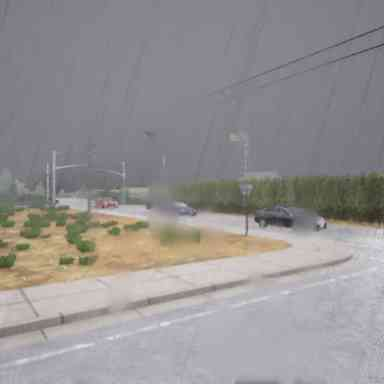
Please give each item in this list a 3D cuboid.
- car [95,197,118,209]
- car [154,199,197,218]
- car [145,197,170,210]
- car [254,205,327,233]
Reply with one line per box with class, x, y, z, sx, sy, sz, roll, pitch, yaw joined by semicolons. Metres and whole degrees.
car;-12.149;1.484;47.299;2.097;1.767;4.553;0;0;-33
car;-1.391;1.636;31.429;1.812;1.442;4.674;0;0;-35
car;-4.179;1.481;41.958;2.097;1.767;4.553;0;0;-34
car;5.952;1.599;20.539;2.128;1.511;4.902;0;0;-31
